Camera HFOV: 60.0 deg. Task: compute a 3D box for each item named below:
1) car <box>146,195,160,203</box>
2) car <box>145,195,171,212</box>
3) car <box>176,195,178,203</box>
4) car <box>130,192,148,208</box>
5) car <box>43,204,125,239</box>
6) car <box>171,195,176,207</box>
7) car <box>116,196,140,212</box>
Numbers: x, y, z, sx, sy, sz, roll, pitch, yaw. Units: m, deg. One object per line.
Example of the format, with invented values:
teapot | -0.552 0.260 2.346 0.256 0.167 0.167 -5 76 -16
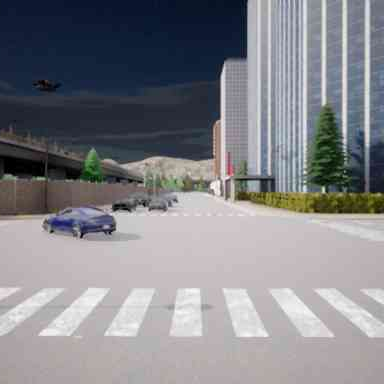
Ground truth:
car | -7.073 1.300 60.741 1.994 1.385 4.181 0 0 1
car | -3.624 1.347 36.277 1.837 1.490 4.892 0 0 0
car | -3.581 1.213 60.819 1.882 1.535 5.008 0 0 0
car | -7.136 1.020 45.450 2.150 2.045 5.566 0 1 1
car | -5.754 1.462 16.937 4.674 1.442 1.812 0 0 40
car | -3.631 1.306 45.505 1.837 1.490 4.892 0 0 0
car | -7.157 1.446 35.581 1.895 1.301 4.718 0 0 1
